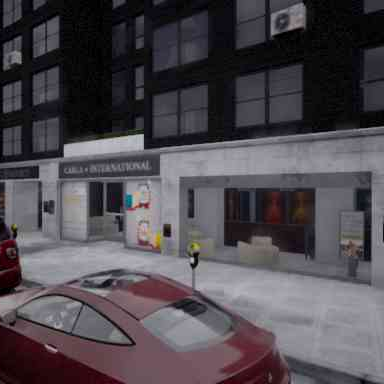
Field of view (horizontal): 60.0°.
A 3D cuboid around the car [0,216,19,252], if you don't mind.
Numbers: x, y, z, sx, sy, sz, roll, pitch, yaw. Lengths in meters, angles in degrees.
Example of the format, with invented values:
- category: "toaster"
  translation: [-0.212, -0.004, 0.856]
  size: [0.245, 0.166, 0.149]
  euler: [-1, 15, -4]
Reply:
- category: "car"
  translation: [-5.636, 1.312, 7.112]
  size: [5.009, 1.841, 2.192]
  euler: [0, 0, 36]

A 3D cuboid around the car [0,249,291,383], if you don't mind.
- category: "car"
  translation: [-1.032, 1.581, 3.819]
  size: [4.206, 1.307, 1.802]
  euler: [0, 0, 36]
